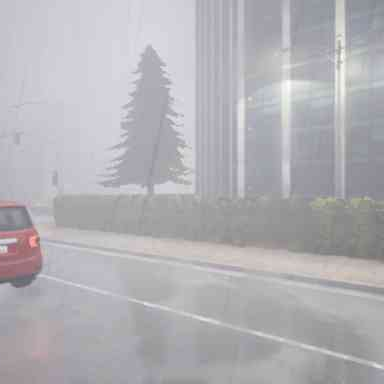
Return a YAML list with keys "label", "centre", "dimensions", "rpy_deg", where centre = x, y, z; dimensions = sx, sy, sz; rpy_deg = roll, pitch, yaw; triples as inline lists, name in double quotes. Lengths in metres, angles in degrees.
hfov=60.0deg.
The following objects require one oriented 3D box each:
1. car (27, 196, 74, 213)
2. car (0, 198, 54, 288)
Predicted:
- label: "car"
  centre: [-16.294, 1.337, 38.389]
  dimensions: [2.097, 1.767, 4.553]
  rpy_deg: [0, 0, 36]
- label: "car"
  centre: [-5.825, 1.218, 8.091]
  dimensions: [5.566, 2.045, 2.150]
  rpy_deg: [0, 0, 38]
